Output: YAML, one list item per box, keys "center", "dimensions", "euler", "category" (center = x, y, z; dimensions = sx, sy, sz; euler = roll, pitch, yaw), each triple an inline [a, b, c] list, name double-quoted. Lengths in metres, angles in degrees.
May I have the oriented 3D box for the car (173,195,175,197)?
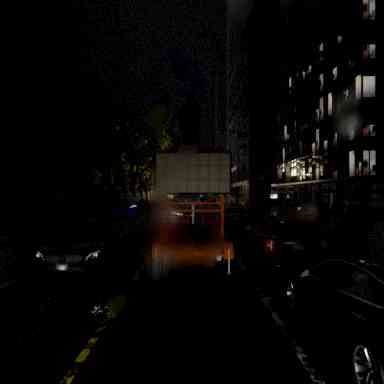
- center: [-5.562, 1.383, 78.490]
  dimensions: [1.752, 1.417, 4.829]
  euler: [0, 0, 0]
  category: "car"

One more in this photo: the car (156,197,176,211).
- center: [-2.939, 1.559, 40.355]
  dimensions: [1.895, 1.301, 4.718]
  euler: [0, 0, 0]
  category: "car"

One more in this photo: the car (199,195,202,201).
- center: [2.800, 1.438, 67.261]
  dimensions: [1.887, 1.381, 4.507]
  euler: [0, 0, 0]
  category: "car"

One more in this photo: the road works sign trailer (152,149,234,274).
- center: [0.032, 0.461, 10.506]
  dimensions: [2.380, 3.560, 2.880]
  euler: [0, 0, 1]
  category: "road works sign trailer"

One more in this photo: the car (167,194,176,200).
- center: [-5.544, 1.368, 90.027]
  dimensions: [2.008, 1.369, 4.403]
  euler: [0, 0, 0]
  category: "car"

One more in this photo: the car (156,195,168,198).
- center: [-5.598, 1.469, 55.929]
  dimensions: [1.887, 1.381, 4.507]
  euler: [0, 0, 0]
  category: "car"

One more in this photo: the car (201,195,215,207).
- center: [2.773, 1.520, 50.217]
  dimensions: [1.802, 1.307, 4.206]
  euler: [0, 0, 0]
  category: "car"

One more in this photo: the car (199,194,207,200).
- center: [2.836, 1.368, 89.987]
  dimensions: [2.008, 1.369, 4.403]
  euler: [0, 0, 0]
  category: "car"

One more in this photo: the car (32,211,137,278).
- center: [-3.087, 1.523, 10.229]
  dimensions: [1.812, 1.442, 4.674]
  euler: [0, 0, 0]
  category: "car"

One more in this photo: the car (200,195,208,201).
- center: [2.818, 1.423, 78.623]
  dimensions: [1.947, 1.339, 4.313]
  euler: [0, 0, 0]
  category: "car"

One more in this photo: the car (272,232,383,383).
- center: [2.700, 1.565, 4.763]
  dimensions: [1.947, 1.339, 4.313]
  euler: [0, 0, 0]
  category: "car"

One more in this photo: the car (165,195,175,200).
- center: [-5.553, 1.388, 84.344]
  dimensions: [2.008, 1.369, 4.403]
  euler: [0, 0, 0]
  category: "car"

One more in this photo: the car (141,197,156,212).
- center: [-5.626, 1.543, 38.881]
  dimensions: [1.802, 1.307, 4.206]
  euler: [0, 0, 0]
  category: "car"

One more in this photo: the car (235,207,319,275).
- center: [2.710, 1.437, 10.444]
  dimensions: [1.967, 1.590, 4.097]
  euler: [0, 0, 0]
  category: "car"

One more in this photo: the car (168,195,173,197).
- center: [-5.581, 1.444, 67.295]
  dimensions: [2.008, 1.369, 4.403]
  euler: [0, 0, 0]
  category: "car"

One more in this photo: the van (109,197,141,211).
- center: [-5.643, 1.321, 27.515]
  dimensions: [1.690, 1.788, 3.998]
  euler: [0, 0, 0]
  category: "van"

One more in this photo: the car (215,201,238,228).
- center: [2.728, 1.512, 21.980]
  dimensions: [1.752, 1.417, 4.829]
  euler: [0, 0, 0]
  category: "car"
